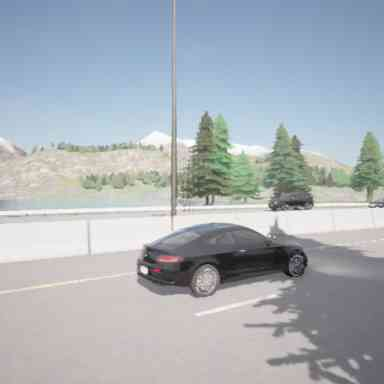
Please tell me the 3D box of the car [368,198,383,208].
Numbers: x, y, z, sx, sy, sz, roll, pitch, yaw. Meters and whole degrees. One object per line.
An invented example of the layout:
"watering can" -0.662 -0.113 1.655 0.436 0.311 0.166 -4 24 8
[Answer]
"car" 22.973 1.414 39.051 4.902 1.511 2.128 0 0 -20

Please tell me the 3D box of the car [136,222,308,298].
"car" 0.896 1.503 8.413 4.674 1.442 1.812 0 0 -33

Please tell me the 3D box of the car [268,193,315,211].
"car" 11.447 1.131 38.174 5.566 2.045 2.150 0 0 -24
